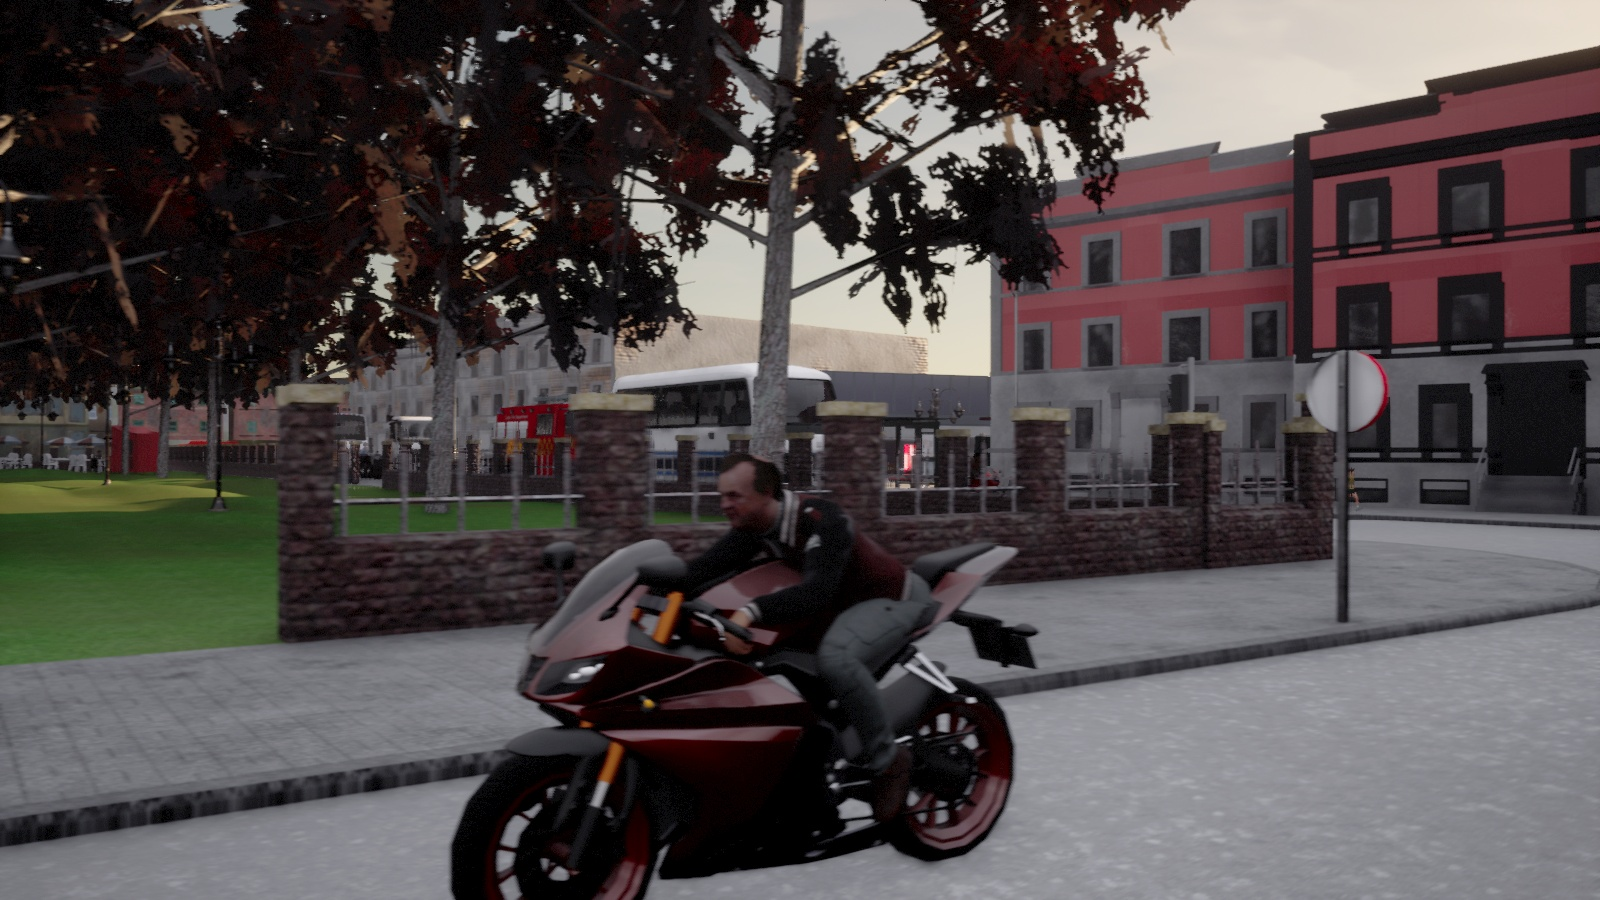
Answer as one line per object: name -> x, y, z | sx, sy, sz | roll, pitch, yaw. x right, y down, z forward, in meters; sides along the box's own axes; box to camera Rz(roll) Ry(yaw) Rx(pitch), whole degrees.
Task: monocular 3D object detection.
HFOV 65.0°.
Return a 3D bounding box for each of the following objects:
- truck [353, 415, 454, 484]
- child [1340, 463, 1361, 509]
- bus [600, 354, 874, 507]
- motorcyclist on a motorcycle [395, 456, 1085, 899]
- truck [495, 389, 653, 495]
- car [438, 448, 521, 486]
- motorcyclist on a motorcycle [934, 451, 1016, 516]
truck -> -21.359, -0.027, 67.376 | 2.891, 3.462, 7.936 | 0, 0, -35
child -> 13.471, 0.875, 30.750 | 0.255, 1.110, 0.394 | 0, 0, -25
bus -> -2.355, -0.528, 40.106 | 3.944, 4.253, 10.273 | 0, 0, -35
motorcyclist on a motorcycle -> -0.122, 0.790, 4.209 | 2.191, 1.530, 0.866 | 0, 0, -36
truck -> -9.145, -0.278, 49.858 | 2.891, 3.827, 8.468 | 0, 0, -35
car -> -14.876, 0.763, 58.081 | 2.242, 1.667, 4.611 | 0, 0, -35
motorcyclist on a motorcycle -> 4.249, 0.793, 30.643 | 0.797, 1.523, 2.044 | 0, 0, -35
